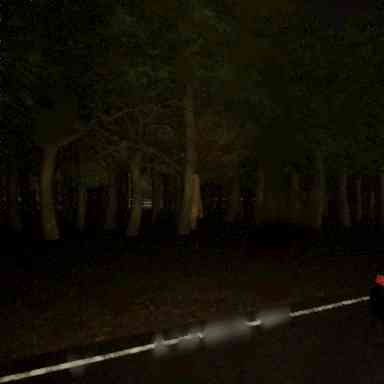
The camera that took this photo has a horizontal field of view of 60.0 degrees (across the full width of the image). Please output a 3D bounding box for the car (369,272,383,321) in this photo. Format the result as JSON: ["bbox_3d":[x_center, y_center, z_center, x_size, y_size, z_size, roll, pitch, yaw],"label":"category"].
[{"bbox_3d":[5.145,1.626,5.880,4.181,1.385,1.994,0,-1,-28],"label":"car"}]
